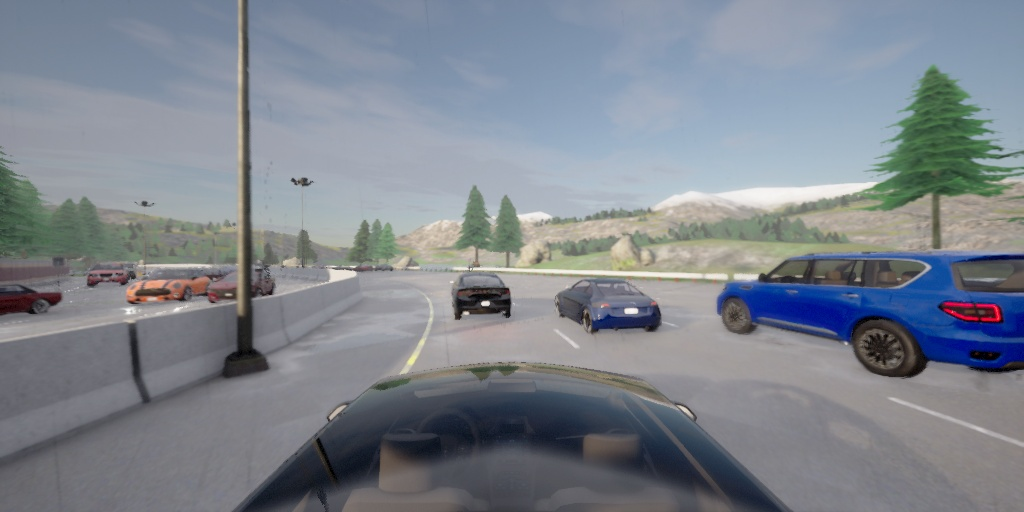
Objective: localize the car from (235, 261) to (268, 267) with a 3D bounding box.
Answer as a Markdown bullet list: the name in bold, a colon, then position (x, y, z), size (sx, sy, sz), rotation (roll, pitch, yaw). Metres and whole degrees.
- **car**: position (-28.160, 1.611, 39.074), size (2.150, 2.045, 5.566), rotation (0, -1, -44)

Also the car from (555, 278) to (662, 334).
- **car**: position (2.679, 1.356, 10.893), size (1.994, 1.385, 4.181), rotation (-1, 0, -8)

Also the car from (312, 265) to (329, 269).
- **car**: position (-30.211, 2.070, 56.240), size (1.812, 1.442, 4.674), rotation (0, -1, -45)

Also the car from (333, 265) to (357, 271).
- **car**: position (-27.738, 2.137, 58.717), size (1.895, 1.301, 4.718), rotation (0, -1, -45)

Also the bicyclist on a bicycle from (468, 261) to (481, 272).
- **bicyclist on a bicycle**: position (-5.122, 1.554, 53.015), size (0.582, 1.620, 1.656), rotation (0, -21, 46)

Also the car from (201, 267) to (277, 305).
- **car**: position (-13.853, 1.535, 18.726), size (1.882, 1.535, 5.008), rotation (0, -1, -21)

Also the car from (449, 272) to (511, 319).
- **car**: position (-1.295, 1.337, 13.516), size (1.882, 1.535, 5.008), rotation (0, 0, -11)

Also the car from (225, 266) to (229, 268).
- **car**: position (-30.124, 1.988, 36.073), size (1.895, 1.301, 4.718), rotation (0, -1, -44)

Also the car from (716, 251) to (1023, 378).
- **car**: position (6.847, 0.938, 7.435), size (2.150, 2.045, 5.566), rotation (0, 0, -6)

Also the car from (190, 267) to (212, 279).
- **car**: position (-41.009, 2.167, 47.199), size (1.994, 1.385, 4.181), rotation (0, -1, -44)

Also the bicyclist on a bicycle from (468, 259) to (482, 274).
- **bicyclist on a bicycle**: position (-5.512, 1.559, 53.437), size (0.582, 1.620, 1.656), rotation (-2, -24, 44)

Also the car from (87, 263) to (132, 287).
- **car**: position (-35.993, 1.649, 32.064), size (2.150, 2.045, 5.566), rotation (0, -1, -44)

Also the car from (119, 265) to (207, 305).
- **car**: position (-17.688, 1.456, 18.763), size (2.097, 1.767, 4.553), rotation (-1, 0, -24)

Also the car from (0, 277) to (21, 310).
- **car**: position (-22.998, 1.677, 13.804), size (2.033, 1.411, 5.357), rotation (0, -1, -17)

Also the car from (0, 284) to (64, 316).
- **car**: position (-19.021, 1.671, 12.548), size (1.895, 1.301, 4.718), rotation (-1, 0, -16)
